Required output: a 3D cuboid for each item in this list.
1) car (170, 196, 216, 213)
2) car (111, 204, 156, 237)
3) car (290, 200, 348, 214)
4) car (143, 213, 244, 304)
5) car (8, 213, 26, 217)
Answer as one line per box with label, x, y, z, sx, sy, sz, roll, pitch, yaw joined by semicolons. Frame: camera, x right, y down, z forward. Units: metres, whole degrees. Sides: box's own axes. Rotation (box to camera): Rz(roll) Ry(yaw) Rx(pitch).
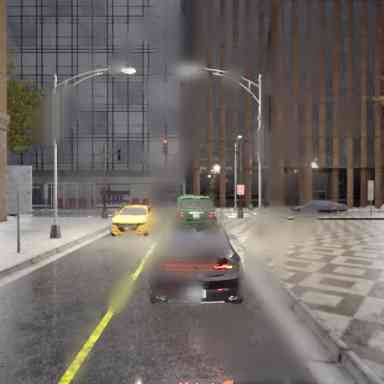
car;0.041;1.219;18.134;2.150;2.045;5.566;0;0;-3
car;-3.090;1.475;18.337;1.882;1.535;5.008;0;0;0
car;12.734;1.487;33.514;5.357;1.411;2.033;0;0;0
car;0.082;1.504;8.143;1.837;1.490;4.892;0;0;0
car;-18.132;1.618;30.322;5.357;1.411;2.033;0;0;0
